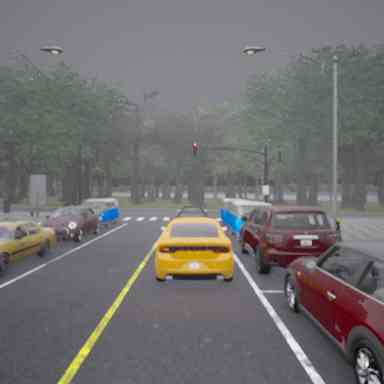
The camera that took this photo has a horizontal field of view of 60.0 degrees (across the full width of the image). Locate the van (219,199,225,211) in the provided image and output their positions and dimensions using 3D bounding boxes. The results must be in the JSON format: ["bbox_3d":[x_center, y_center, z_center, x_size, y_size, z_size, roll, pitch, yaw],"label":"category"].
[{"bbox_3d":[2.721,1.315,21.266,1.690,1.788,3.998,0,0,0],"label":"van"}]

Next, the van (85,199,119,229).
[{"bbox_3d":[-5.804,1.316,21.249,1.690,1.788,3.998,0,0,0],"label":"van"}]

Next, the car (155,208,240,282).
[{"bbox_3d":[0.063,1.465,9.774,1.882,1.535,5.008,0,0,0],"label":"car"}]

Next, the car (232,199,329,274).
[{"bbox_3d":[2.742,1.302,10.391,2.192,1.841,5.009,0,0,0],"label":"car"}]

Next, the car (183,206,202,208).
[{"bbox_3d":[0.021,1.540,20.265,1.994,1.385,4.181,0,0,0],"label":"car"}]

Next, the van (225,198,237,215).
[{"bbox_3d":[2.732,1.322,15.828,1.690,1.788,3.998,0,0,0],"label":"van"}]

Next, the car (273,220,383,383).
[{"bbox_3d":[2.753,1.434,4.953,1.967,1.590,4.097,0,0,0],"label":"car"}]

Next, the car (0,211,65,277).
[{"bbox_3d":[-5.782,1.513,10.204,1.752,1.417,4.829,0,0,0],"label":"car"}]

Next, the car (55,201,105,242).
[{"bbox_3d":[-5.793,1.421,15.811,1.967,1.590,4.097,0,0,0],"label":"car"}]
